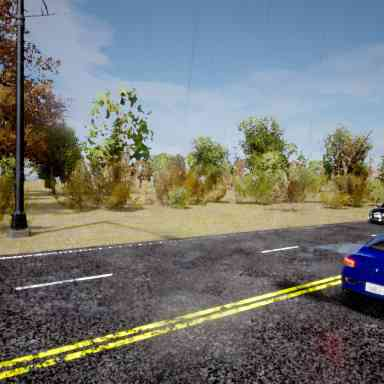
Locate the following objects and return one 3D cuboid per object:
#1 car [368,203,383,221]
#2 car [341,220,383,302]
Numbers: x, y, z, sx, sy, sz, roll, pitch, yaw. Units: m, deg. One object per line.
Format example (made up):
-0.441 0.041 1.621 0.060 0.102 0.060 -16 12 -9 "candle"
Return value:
12.870 1.224 20.647 4.892 1.490 1.837 0 2 -35 "car"
4.943 1.453 6.894 4.674 1.442 1.812 0 2 -35 "car"
